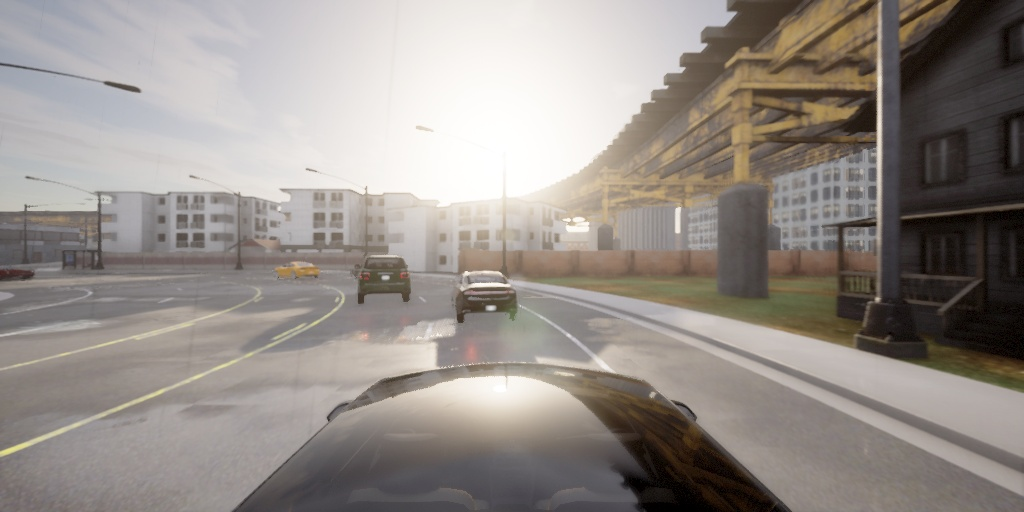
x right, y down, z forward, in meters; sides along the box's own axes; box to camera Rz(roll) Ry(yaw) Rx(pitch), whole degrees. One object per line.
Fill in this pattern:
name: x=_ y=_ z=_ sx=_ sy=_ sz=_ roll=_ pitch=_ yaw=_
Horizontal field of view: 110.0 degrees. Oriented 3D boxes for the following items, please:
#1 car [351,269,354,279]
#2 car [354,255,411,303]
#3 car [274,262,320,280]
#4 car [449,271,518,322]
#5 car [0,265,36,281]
car: x=-12.064 y=1.380 z=30.966 sx=4.718 sy=1.301 sz=1.895 roll=0 pitch=0 yaw=42
car: x=-6.196 y=0.986 z=17.139 sx=2.150 sy=2.045 sz=5.566 roll=0 pitch=0 yaw=-23
car: x=-19.131 y=1.258 z=31.803 sx=5.008 sy=1.535 sz=1.882 roll=0 pitch=0 yaw=33
car: x=-1.099 y=1.252 z=12.453 sx=2.128 sy=1.511 sz=4.902 roll=0 pitch=0 yaw=-12
car: x=-42.845 y=1.382 z=29.779 sx=4.718 sy=1.301 sz=1.895 roll=0 pitch=0 yaw=2
